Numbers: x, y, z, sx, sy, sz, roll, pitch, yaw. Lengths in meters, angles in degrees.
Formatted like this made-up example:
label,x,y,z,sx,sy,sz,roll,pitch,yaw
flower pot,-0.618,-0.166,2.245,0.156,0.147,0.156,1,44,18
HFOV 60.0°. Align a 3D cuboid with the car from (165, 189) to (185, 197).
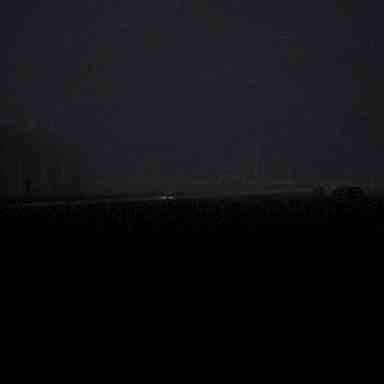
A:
label,x,y,z,sx,sy,sz,roll,pitch,yaw
car,-3.131,0.184,62.096,1.812,1.442,4.674,0,2,35
